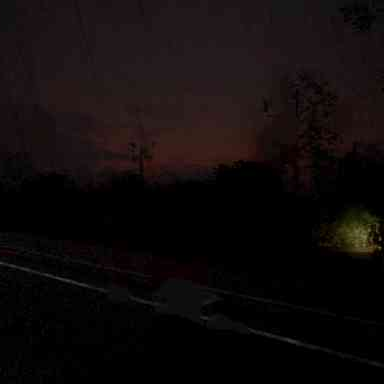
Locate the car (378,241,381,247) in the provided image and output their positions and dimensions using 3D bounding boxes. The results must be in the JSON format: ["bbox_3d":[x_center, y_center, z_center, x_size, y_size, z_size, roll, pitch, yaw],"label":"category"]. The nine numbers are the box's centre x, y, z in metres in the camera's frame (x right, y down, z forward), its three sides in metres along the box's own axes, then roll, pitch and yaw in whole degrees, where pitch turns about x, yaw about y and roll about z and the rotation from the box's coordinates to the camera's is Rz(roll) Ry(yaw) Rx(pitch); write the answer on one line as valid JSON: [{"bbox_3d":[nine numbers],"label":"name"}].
[{"bbox_3d":[8.238,1.384,9.207,2.033,1.411,5.357,0,0,-32],"label":"car"}]
